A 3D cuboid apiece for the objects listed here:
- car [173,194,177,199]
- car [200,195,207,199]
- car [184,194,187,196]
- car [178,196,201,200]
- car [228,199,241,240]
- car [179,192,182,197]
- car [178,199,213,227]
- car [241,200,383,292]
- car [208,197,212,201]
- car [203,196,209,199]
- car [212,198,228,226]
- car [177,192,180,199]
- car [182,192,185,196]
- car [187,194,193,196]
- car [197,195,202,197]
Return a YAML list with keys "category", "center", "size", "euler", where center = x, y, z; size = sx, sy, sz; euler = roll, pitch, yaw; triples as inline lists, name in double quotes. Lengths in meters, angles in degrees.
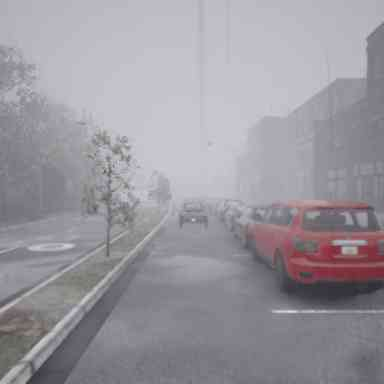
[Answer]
- category: "car"
  center: [-2.981, 1.029, 92.297]
  size: [2.435, 2.045, 5.566]
  euler: [0, 0, -10]
- category: "car"
  center: [2.508, 1.488, 42.525]
  size: [2.002, 1.452, 4.674]
  euler: [0, 0, -3]
- category: "car"
  center: [0.227, 1.381, 70.238]
  size: [2.097, 1.535, 5.008]
  euler: [0, 0, -6]
- category: "car"
  center: [-0.385, 1.529, 40.361]
  size: [1.994, 1.385, 4.181]
  euler: [0, 0, -2]
- category: "car"
  center: [3.047, 1.350, 14.599]
  size: [2.185, 1.767, 4.553]
  euler: [0, 0, 0]
- category: "car"
  center: [-1.206, 1.337, 81.469]
  size: [1.946, 1.575, 5.366]
  euler: [0, 0, -8]
- category: "car"
  center: [0.071, 1.479, 22.692]
  size: [2.128, 1.511, 4.902]
  euler: [0, 0, 0]
- category: "car"
  center: [3.048, 1.227, 9.113]
  size: [2.435, 2.045, 5.566]
  euler: [0, 0, 0]
- category: "car"
  center: [2.928, 1.492, 31.319]
  size: [2.163, 1.488, 4.792]
  euler: [0, 0, -1]
- category: "car"
  center: [2.751, 1.486, 37.002]
  size: [2.163, 1.488, 4.792]
  euler: [0, 0, -2]
- category: "car"
  center: [3.046, 1.343, 25.698]
  size: [2.185, 1.767, 4.553]
  euler: [1, 0, 0]
- category: "car"
  center: [-2.055, 1.309, 86.969]
  size: [1.946, 1.575, 5.366]
  euler: [0, 0, -9]
- category: "car"
  center: [-0.431, 1.363, 75.768]
  size: [2.097, 1.535, 5.008]
  euler: [0, 0, -7]
- category: "car"
  center: [0.829, 1.399, 64.709]
  size: [2.231, 1.521, 4.892]
  euler: [0, 0, -5]
- category: "car"
  center: [2.209, 1.467, 48.121]
  size: [2.163, 1.488, 4.792]
  euler: [0, 0, -3]
